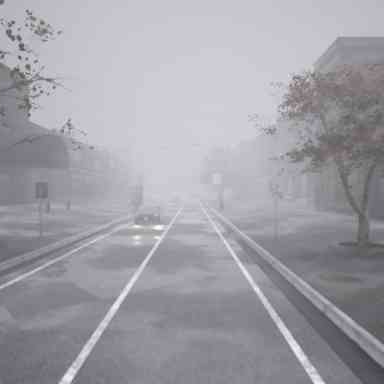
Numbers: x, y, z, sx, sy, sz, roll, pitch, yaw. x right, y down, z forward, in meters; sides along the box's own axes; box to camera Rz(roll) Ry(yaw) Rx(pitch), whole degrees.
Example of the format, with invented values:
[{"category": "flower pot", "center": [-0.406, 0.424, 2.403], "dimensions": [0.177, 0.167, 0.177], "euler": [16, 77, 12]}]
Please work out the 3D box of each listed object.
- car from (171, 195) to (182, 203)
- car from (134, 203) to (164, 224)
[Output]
[{"category": "car", "center": [-3.010, 1.405, 65.603], "dimensions": [1.837, 1.490, 4.892], "euler": [0, 1, 0]}, {"category": "car", "center": [-3.097, 1.542, 24.814], "dimensions": [1.812, 1.442, 4.674], "euler": [0, 0, 0]}]
